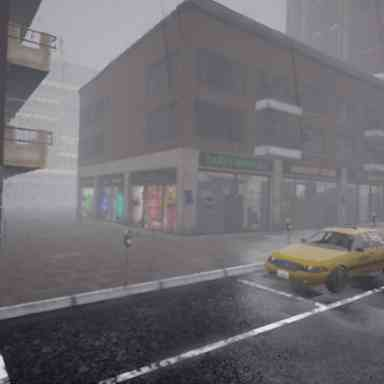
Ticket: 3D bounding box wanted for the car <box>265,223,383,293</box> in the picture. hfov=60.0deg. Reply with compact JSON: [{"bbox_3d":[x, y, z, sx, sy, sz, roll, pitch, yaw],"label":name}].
[{"bbox_3d":[4.046,1.554,8.959,4.829,1.417,1.752,0,2,-35],"label":"car"}]
